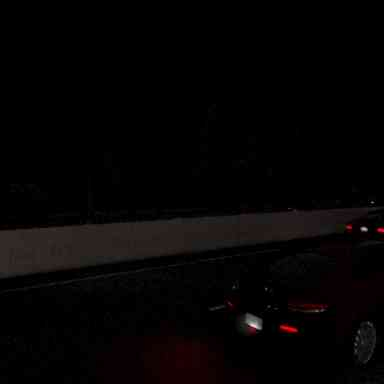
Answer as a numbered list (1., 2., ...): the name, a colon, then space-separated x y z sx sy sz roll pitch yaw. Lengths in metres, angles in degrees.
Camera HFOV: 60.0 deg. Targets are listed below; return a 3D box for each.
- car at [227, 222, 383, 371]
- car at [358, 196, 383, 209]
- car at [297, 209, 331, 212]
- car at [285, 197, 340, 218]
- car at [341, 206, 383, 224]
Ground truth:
1. car: 2.682 1.475 5.559 4.674 1.442 1.812 0 0 -35
2. car: 22.257 1.190 40.310 4.674 1.442 1.812 0 1 -34
3. car: 9.506 1.287 23.207 4.902 1.511 2.128 0 1 -34
4. car: 10.188 1.262 27.912 4.892 1.490 1.837 -1 1 -34
5. car: 8.474 1.417 13.788 5.357 1.411 2.033 0 1 -34
